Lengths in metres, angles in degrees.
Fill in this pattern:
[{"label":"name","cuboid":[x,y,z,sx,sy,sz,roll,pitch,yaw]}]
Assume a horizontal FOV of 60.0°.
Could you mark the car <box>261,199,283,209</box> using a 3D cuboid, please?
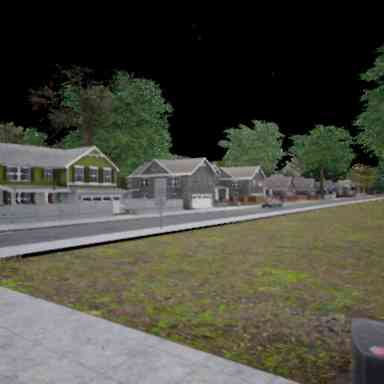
[{"label":"car","cuboid":[11.692,1.673,48.519,1.994,1.385,4.181,-1,0,35]}]
